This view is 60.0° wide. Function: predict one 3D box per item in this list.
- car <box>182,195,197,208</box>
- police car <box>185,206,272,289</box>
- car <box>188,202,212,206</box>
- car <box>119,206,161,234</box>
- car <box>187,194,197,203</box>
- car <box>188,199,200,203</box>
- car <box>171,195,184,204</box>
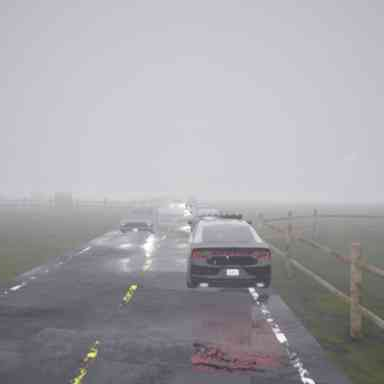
[{"bbox_3d":[0.039,1.525,45.761,2.033,1.411,5.357,0,0,1],"label":"car"},{"bbox_3d":[0.826,1.421,9.318,1.930,1.638,5.238,0,0,0],"label":"police car"},{"bbox_3d":[0.829,1.517,19.209,1.812,1.442,4.674,0,0,0],"label":"car"},{"bbox_3d":[-2.845,1.539,19.450,2.033,1.411,5.357,0,0,0],"label":"car"},{"bbox_3d":[0.018,1.314,66.929,2.097,1.767,4.553,0,0,0],"label":"car"},{"bbox_3d":[0.830,1.514,25.209,1.812,1.442,4.674,0,0,0],"label":"car"},{"bbox_3d":[-2.791,1.567,61.917,1.895,1.301,4.718,0,0,0],"label":"car"}]
